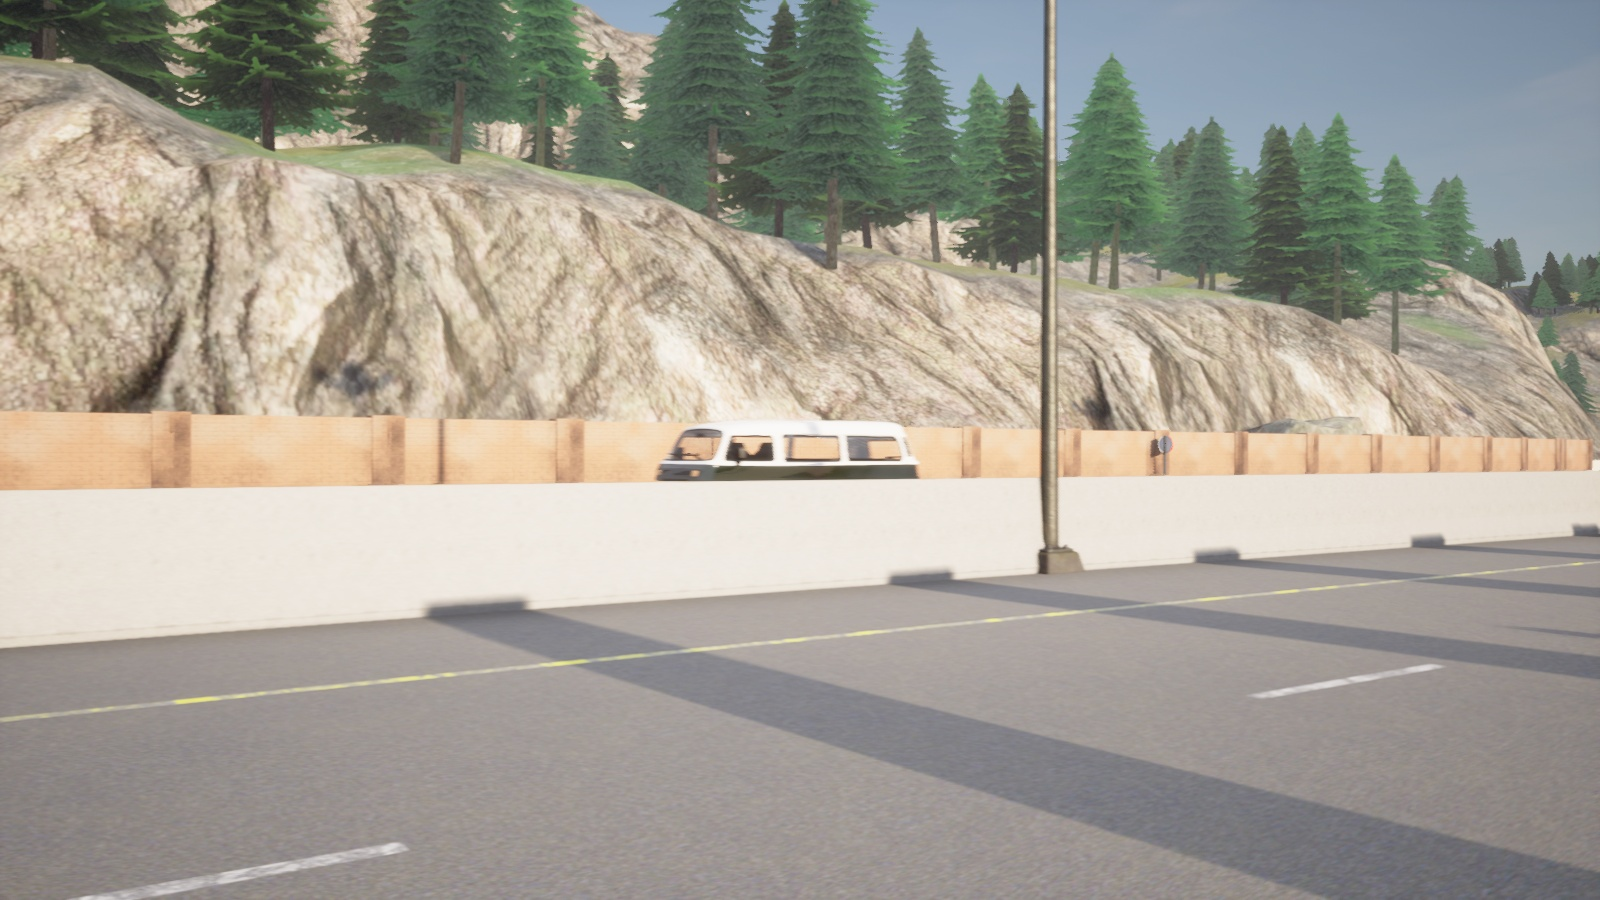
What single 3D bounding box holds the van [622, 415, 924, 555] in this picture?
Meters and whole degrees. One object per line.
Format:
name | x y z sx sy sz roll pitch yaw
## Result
van | -0.396 0.521 20.331 4.480 2.038 2.069 0 0 -34
